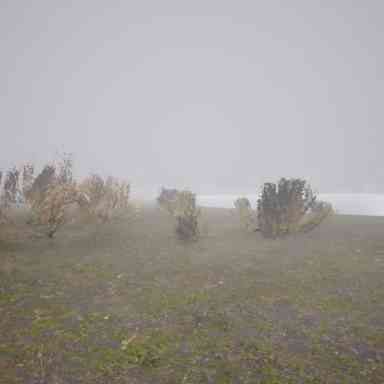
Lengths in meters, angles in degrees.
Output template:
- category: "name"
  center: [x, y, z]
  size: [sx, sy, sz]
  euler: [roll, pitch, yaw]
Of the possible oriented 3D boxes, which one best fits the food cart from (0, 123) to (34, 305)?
- category: "food cart"
  center: [-5.974, 0.471, 7.443]
  size: [4.660, 3.560, 2.280]
  euler: [-1, 0, 34]
